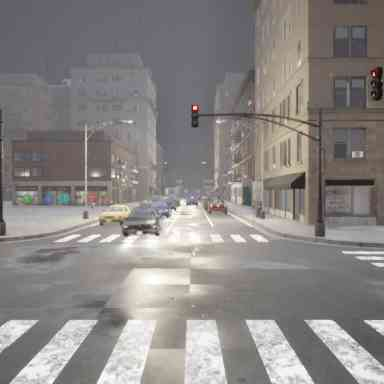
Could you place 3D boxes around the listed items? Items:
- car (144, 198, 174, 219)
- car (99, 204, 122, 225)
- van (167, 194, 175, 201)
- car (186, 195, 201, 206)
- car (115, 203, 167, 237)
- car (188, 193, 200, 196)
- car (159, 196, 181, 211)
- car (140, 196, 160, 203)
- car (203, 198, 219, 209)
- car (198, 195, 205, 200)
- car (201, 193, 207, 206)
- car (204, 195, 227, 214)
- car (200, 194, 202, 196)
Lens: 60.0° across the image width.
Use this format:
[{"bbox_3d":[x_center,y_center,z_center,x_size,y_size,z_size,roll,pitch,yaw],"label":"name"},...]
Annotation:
[{"bbox_3d":[-2.843,1.527,29.600,1.812,1.442,4.674,0,0,0],"label":"car"},{"bbox_3d":[-5.388,1.526,23.920,1.752,1.417,4.829,0,0,0],"label":"car"},{"bbox_3d":[-5.391,1.349,86.371,1.690,1.788,3.998,0,0,0],"label":"van"},{"bbox_3d":[-0.002,1.604,53.906,1.895,1.301,4.718,0,0,0],"label":"car"},{"bbox_3d":[-2.610,1.547,18.300,2.033,1.411,5.357,0,0,-3],"label":"car"},{"bbox_3d":[-0.003,1.226,64.208,2.150,2.045,5.566,0,0,0],"label":"car"},{"bbox_3d":[-2.793,1.550,41.367,2.033,1.411,5.357,0,0,1],"label":"car"},{"bbox_3d":[-5.389,1.553,41.076,2.008,1.369,4.403,0,0,0],"label":"car"},{"bbox_3d":[2.636,1.568,46.738,1.947,1.339,4.313,0,0,0],"label":"car"},{"bbox_3d":[2.634,1.575,92.033,1.947,1.339,4.313,0,0,0],"label":"car"},{"bbox_3d":[2.636,1.317,41.076,2.192,1.841,5.009,0,0,0],"label":"car"},{"bbox_3d":[2.636,1.442,35.414,1.967,1.590,4.097,0,0,0],"label":"car"},{"bbox_3d":[2.635,1.556,69.386,2.008,1.369,4.403,0,0,0],"label":"car"}]
